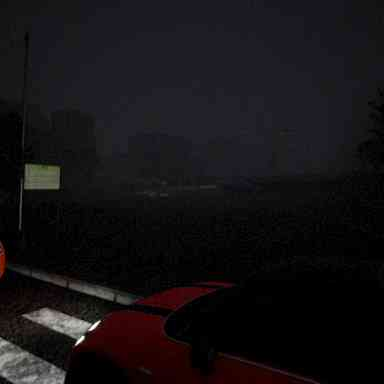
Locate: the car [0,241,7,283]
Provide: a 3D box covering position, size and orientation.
[{"bbox_3d":[-6.569,1.303,8.202,4.553,1.767,2.097,1,1,36],"label":"car"}]

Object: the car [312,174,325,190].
[{"bbox_3d":[15.518,-1.269,46.248,4.553,1.767,2.185,4,7,32],"label":"car"}]

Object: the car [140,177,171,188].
[{"bbox_3d":[-6.035,-1.481,50.783,4.674,1.452,2.002,2,5,30],"label":"car"}]

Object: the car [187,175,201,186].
[{"bbox_3d":[-1.501,-2.020,54.536,4.553,1.767,2.185,2,6,30],"label":"car"}]

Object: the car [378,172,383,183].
[{"bbox_3d":[29.648,-2.263,57.454,4.892,1.521,2.231,4,7,30],"label":"car"}]

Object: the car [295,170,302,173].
[{"bbox_3d":[21.033,-3.759,73.339,4.892,1.521,2.231,2,6,30],"label":"car"}]

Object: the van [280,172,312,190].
[{"bbox_3d":[13.082,-1.188,44.430,4.442,1.987,1.878,4,7,32],"label":"van"}]

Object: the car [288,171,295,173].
[{"bbox_3d":[18.775,-3.575,71.477,4.892,1.521,2.231,2,6,30],"label":"car"}]

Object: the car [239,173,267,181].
[{"bbox_3d":[12.001,-3.019,65.875,5.008,1.535,2.097,2,5,30],"label":"car"}]

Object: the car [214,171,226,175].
[{"bbox_3d":[3.012,-2.396,58.317,4.553,1.767,2.185,2,6,30],"label":"car"}]

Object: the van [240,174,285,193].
[{"bbox_3d":[8.569,-0.806,40.625,4.442,1.987,1.878,4,7,32],"label":"van"}]

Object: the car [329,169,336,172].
[{"bbox_3d":[32.343,-4.648,82.648,5.008,1.535,2.097,2,6,31],"label":"car"}]

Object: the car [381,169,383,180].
[{"bbox_3d":[41.231,-3.444,66.908,5.566,2.045,2.435,4,6,30],"label":"car"}]

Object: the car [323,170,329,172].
[{"bbox_3d":[30.095,-4.604,80.763,4.553,1.767,2.185,2,6,31],"label":"car"}]

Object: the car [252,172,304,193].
[{"bbox_3d":[10.799,-1.024,42.536,5.566,2.045,2.435,4,7,32],"label":"car"}]

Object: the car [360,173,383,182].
[{"bbox_3d":[34.118,-2.657,61.340,5.366,1.575,1.946,4,7,30],"label":"car"}]

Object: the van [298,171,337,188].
[{"bbox_3d":[18.005,-1.545,48.011,4.442,1.987,1.878,4,7,32],"label":"van"}]

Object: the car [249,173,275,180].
[{"bbox_3d":[14.285,-3.174,67.729,4.792,1.488,2.163,2,5,30],"label":"car"}]

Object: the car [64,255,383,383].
[{"bbox_3d":[0.994,1.351,2.734,4.553,1.767,2.097,0,0,35],"label":"car"}]

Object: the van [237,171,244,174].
[{"bbox_3d":[7.397,-2.875,62.157,4.442,1.987,1.878,2,6,30],"label":"van"}]

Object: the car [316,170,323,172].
[{"bbox_3d":[27.812,-4.269,78.945,4.674,1.452,2.002,2,5,30],"label":"car"}]

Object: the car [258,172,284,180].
[{"bbox_3d":[16.511,-3.391,69.618,5.008,1.535,2.097,2,5,30],"label":"car"}]

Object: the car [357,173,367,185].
[{"bbox_3d":[24.985,-1.856,53.670,4.792,1.488,2.163,4,7,31],"label":"car"}]

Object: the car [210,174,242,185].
[{"bbox_3d":[5.803,-1.695,53.527,4.718,1.301,1.895,-4,7,-34],"label":"car"}]

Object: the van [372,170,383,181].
[{"bbox_3d":[36.690,-3.050,63.069,4.442,1.987,1.878,4,7,30],"label":"van"}]

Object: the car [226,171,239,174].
[{"bbox_3d":[5.243,-2.460,60.241,5.008,1.535,2.097,2,5,30],"label":"car"}]

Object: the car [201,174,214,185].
[{"bbox_3d":[0.706,-2.056,56.472,4.792,1.488,2.163,2,6,30],"label":"car"}]

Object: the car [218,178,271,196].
[{"bbox_3d":[6.107,-0.404,38.868,5.008,1.535,2.097,4,7,32],"label":"car"}]

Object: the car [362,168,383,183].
[{"bbox_3d":[31.997,-2.702,59.310,5.566,2.045,2.435,4,7,30],"label":"car"}]

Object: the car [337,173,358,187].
[{"bbox_3d":[22.616,-1.698,51.802,4.892,1.521,2.231,4,7,31],"label":"car"}]

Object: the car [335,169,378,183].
[{"bbox_3d":[27.335,-2.323,55.521,5.566,2.045,2.435,4,7,31],"label":"car"}]

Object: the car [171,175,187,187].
[{"bbox_3d":[-3.753,-1.679,52.663,4.792,1.488,2.163,2,5,30],"label":"car"}]
